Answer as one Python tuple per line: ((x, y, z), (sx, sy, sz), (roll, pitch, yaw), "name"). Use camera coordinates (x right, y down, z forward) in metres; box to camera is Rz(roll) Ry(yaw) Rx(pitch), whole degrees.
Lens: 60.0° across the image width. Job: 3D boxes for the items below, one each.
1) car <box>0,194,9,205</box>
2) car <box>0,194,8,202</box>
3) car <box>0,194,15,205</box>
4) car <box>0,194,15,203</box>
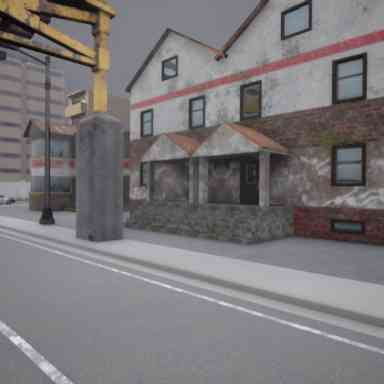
((-29.272, 1.012, 47.862), (4.974, 1.542, 2.038), (0, 0, -20), "car")
((-29.223, 0.855, 47.879), (4.536, 1.218, 1.853), (0, 0, -20), "car")
((-26.541, 1.056, 44.709), (2.038, 1.542, 4.974), (1, 0, 25), "car")
((-26.518, 0.898, 44.755), (1.853, 1.218, 4.536), (1, 0, 25), "car")
